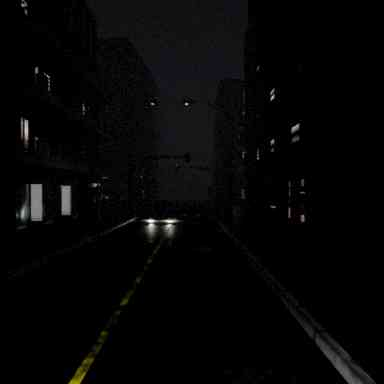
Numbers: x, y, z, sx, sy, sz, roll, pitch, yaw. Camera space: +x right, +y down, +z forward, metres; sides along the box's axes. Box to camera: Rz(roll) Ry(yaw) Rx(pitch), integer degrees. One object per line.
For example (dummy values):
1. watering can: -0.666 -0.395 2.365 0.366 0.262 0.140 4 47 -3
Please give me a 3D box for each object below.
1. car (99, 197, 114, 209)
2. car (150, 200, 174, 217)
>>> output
1. car: -12.452 1.392 44.160 4.181 1.385 1.994 1 0 5
2. car: -2.750 1.522 30.991 1.882 1.535 5.008 0 0 0
